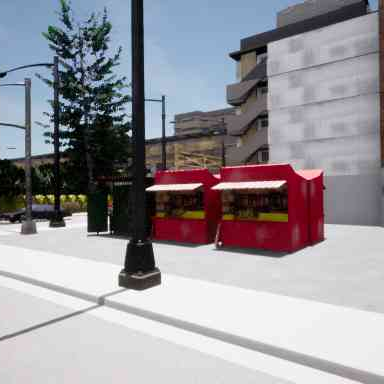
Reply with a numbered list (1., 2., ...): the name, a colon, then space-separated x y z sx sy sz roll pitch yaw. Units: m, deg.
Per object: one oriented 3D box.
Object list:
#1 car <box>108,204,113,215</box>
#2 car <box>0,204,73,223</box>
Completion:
1. car: -6.893 1.490 34.590 2.097 1.767 4.553 -1 -1 36
2. car: -12.427 1.686 26.946 2.033 1.411 5.357 -1 -1 36
